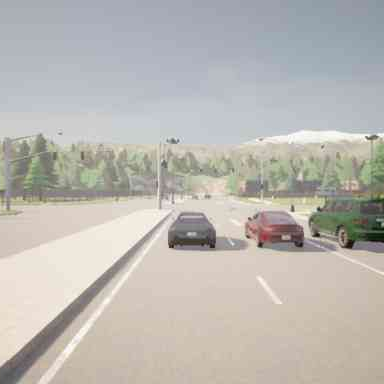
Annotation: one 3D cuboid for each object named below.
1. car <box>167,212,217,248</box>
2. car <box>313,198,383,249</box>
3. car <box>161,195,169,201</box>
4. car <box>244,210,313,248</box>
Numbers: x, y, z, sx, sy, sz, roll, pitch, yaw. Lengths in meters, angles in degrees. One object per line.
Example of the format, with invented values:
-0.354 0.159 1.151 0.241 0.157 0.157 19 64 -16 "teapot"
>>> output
0.000 1.569 14.650 1.994 1.385 4.181 0 0 0 "car"
7.000 1.255 14.680 2.150 2.045 5.566 0 0 0 "car"
-7.143 1.511 88.585 2.128 1.511 4.902 0 0 1 "car"
3.500 1.530 14.650 1.812 1.442 4.674 0 0 0 "car"
